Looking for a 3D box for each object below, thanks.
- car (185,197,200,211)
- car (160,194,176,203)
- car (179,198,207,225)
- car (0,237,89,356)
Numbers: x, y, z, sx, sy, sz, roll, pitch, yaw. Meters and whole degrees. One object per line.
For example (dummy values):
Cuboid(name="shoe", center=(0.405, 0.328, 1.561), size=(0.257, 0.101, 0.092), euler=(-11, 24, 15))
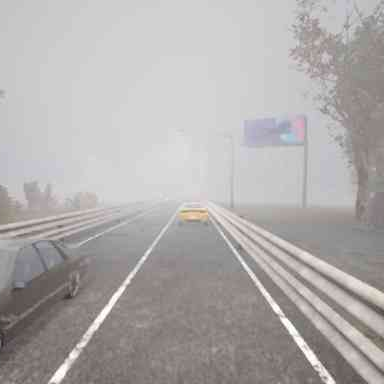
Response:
Cuboid(name="car", center=(0.073, 1.464, 42.576), size=(1.882, 1.535, 5.008), euler=(0, 0, 0))
Cuboid(name="car", center=(-3.279, 0.956, 46.165), size=(2.097, 1.767, 4.553), euler=(0, 0, 0))
Cuboid(name="car", center=(0.087, 1.470, 24.180), size=(1.882, 1.535, 5.008), euler=(0, 0, 0))
Cuboid(name="car", center=(-3.350, 1.546, 5.681), size=(2.033, 1.411, 5.357), euler=(0, 0, 0))
